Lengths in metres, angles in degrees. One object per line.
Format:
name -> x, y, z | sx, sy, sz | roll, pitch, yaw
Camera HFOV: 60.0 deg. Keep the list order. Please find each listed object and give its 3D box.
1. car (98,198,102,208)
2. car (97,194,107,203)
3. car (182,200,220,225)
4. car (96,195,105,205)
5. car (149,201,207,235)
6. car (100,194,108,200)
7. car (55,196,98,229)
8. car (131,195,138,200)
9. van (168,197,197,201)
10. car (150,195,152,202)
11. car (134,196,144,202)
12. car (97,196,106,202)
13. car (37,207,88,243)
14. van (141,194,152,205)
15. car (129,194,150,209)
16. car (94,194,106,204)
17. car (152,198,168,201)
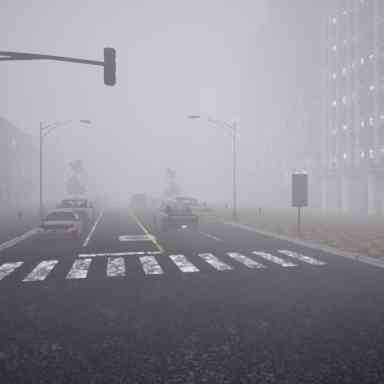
car -> -10.085, 1.558, 32.175 | 2.008, 1.369, 4.403 | 0, 0, -13
car -> -16.532, 1.565, 59.171 | 2.008, 1.369, 4.403 | 0, 0, -13
car -> 0.605, 1.531, 23.491 | 1.752, 1.417, 4.829 | 0, 0, -13
car -> -13.913, 1.536, 48.208 | 1.752, 1.417, 4.829 | 0, 0, -13
car -> -0.971, 1.495, 18.925 | 2.128, 1.511, 4.902 | 0, 0, -13
car -> -24.268, 1.466, 91.567 | 1.967, 1.590, 4.097 | 0, 0, -13
car -> -7.504, 1.319, 21.377 | 2.192, 1.841, 5.009 | 0, 0, -13
car -> -16.157, 1.552, 93.681 | 1.752, 1.417, 4.829 | 0, 0, -13
van -> -0.643, 1.348, 28.726 | 1.690, 1.788, 3.998 | 0, 0, -13
car -> -5.802, 1.578, 50.322 | 1.947, 1.339, 4.313 | 0, 0, -13
car -> -12.250, 1.586, 77.318 | 1.947, 1.339, 4.313 | 0, 0, -13
car -> -20.361, 1.545, 75.204 | 1.752, 1.417, 4.829 | 0, 0, -13
car -> -6.216, 1.585, 15.978 | 1.802, 1.307, 4.206 | 0, 0, -13
van -> -8.379, 1.356, 61.121 | 1.690, 1.788, 3.998 | 0, 0, -13
car -> -7.623, 1.233, 46.796 | 2.150, 2.045, 5.566 | 0, 0, -13
car -> -17.820, 1.331, 64.571 | 2.192, 1.841, 5.009 | 0, 0, -13
car -> -3.224, 1.560, 39.523 | 2.008, 1.369, 4.403 | 0, 0, -13
